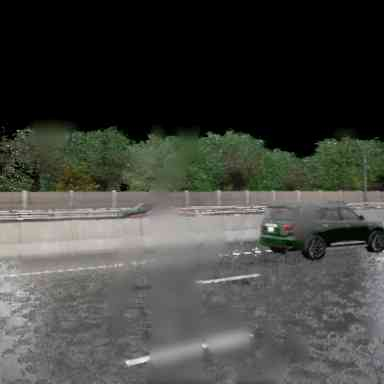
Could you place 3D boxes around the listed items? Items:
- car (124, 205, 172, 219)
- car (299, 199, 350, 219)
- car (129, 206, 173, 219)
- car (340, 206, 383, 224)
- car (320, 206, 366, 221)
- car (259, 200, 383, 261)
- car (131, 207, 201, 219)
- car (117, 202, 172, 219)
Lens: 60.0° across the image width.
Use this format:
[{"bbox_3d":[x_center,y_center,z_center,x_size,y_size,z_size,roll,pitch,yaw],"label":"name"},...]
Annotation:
[{"bbox_3d":[-2.975,2.167,28.899,5.008,1.535,1.882,0,-1,-25],"label":"car"},{"bbox_3d":[14.898,1.876,37.368,5.566,2.045,2.150,0,-2,-25],"label":"car"},{"bbox_3d":[-1.961,2.079,25.508,5.008,1.535,1.882,0,-1,-25],"label":"car"},{"bbox_3d":[15.737,2.042,30.027,4.181,1.385,1.994,0,-1,-25],"label":"car"},{"bbox_3d":[15.347,2.129,33.707,4.181,1.385,1.994,0,-1,-25],"label":"car"},{"bbox_3d":[5.321,1.461,13.374,5.566,2.045,2.150,0,-1,-25],"label":"car"},{"bbox_3d":[-1.179,1.991,22.009,5.008,1.535,1.882,0,-1,-25],"label":"car"},{"bbox_3d":[-4.363,2.000,32.115,5.566,2.045,2.150,0,-1,-25],"label":"car"}]
